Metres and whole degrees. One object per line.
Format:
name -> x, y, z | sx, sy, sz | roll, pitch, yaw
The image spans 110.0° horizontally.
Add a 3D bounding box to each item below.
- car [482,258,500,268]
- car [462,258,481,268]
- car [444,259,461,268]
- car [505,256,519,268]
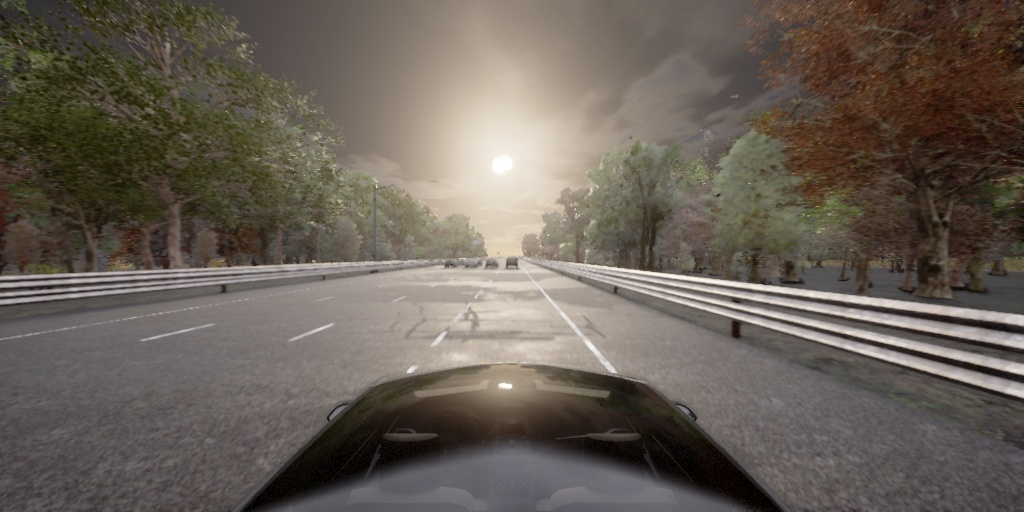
car -> -3.519, 1.165, 62.690 | 2.097, 1.767, 4.553 | 0, 0, 0
car -> -7.019, 1.368, 62.719 | 1.994, 1.385, 4.181 | 0, 0, 0
car -> -10.520, 1.307, 62.302 | 1.837, 1.490, 4.892 | 0, 0, 0
car -> -0.019, 1.050, 62.336 | 2.150, 2.045, 5.566 | 0, 0, 0
